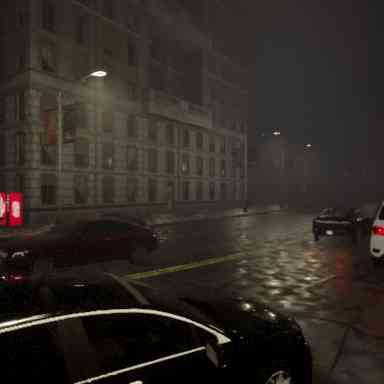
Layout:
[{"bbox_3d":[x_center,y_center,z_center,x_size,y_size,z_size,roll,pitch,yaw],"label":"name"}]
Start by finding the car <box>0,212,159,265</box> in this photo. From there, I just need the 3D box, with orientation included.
[{"bbox_3d":[-3.188,1.517,10.078,4.674,1.442,1.812,0,0,-40],"label":"car"}]

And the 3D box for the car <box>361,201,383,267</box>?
[{"bbox_3d":[7.377,1.217,10.511,2.150,2.045,5.566,0,0,42],"label":"car"}]

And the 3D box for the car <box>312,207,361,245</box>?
[{"bbox_3d":[7.250,1.481,15.739,2.128,1.511,4.902,0,0,39],"label":"car"}]

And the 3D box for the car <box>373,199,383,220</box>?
[{"bbox_3d":[17.044,1.465,28.601,1.882,1.535,5.008,0,0,37],"label":"car"}]

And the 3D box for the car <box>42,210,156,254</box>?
[{"bbox_3d":[-3.835,1.552,14.137,4.181,1.385,1.994,0,0,-43],"label":"car"}]

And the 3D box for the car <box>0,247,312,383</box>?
[{"bbox_3d":[-0.970,1.503,2.874,4.892,1.490,1.837,0,0,-35],"label":"car"}]
